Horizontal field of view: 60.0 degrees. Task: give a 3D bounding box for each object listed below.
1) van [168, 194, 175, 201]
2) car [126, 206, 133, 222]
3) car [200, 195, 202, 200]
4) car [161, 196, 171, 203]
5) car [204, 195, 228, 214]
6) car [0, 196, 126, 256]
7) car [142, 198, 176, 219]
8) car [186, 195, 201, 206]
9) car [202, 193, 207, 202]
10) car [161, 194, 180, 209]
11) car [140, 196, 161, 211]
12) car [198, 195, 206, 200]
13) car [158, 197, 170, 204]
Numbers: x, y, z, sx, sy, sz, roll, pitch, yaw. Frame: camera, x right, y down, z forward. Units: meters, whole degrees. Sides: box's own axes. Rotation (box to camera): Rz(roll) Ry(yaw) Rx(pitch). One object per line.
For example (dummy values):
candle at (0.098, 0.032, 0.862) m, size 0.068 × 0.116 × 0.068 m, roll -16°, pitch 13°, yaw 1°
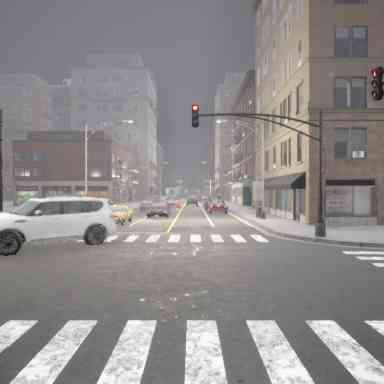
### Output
van at (-5.313, 1.350, 86.353) m, size 1.690 × 1.788 × 3.998 m, roll 0°, pitch 0°, yaw 0°
car at (-5.368, 1.526, 23.902) m, size 1.752 × 1.417 × 4.829 m, roll 0°, pitch 0°, yaw 0°
car at (2.682, 1.529, 52.544) m, size 1.752 × 1.417 × 4.829 m, roll 0°, pitch 0°, yaw 0°
car at (-5.328, 1.531, 69.197) m, size 1.752 × 1.417 × 4.829 m, roll 0°, pitch 0°, yaw 0°
car at (2.667, 1.442, 35.388) m, size 1.967 × 1.590 × 4.097 m, roll 0°, pitch 0°, yaw 0°
car at (-5.775, 1.211, 13.449) m, size 5.566 × 2.045 × 2.150 m, roll 1°, pitch 1°, yaw -44°
car at (-2.824, 1.549, 29.433) m, size 2.033 × 1.411 × 5.357 m, roll 0°, pitch 0°, yaw 0°
car at (0.047, 1.509, 54.009) m, size 1.837 × 1.490 × 4.892 m, roll 0°, pitch 0°, yaw 0°
car at (2.672, 1.318, 41.050) m, size 2.192 × 1.841 × 5.009 m, roll 0°, pitch 0°, yaw 0°
car at (-2.795, 1.356, 46.073) m, size 2.097 × 1.767 × 4.553 m, roll 0°, pitch 0°, yaw 0°
car at (-5.353, 1.553, 41.058) m, size 2.008 × 1.369 × 4.403 m, roll 0°, pitch 0°, yaw 0°
car at (2.717, 1.577, 92.008) m, size 1.947 × 1.339 × 4.313 m, roll 0°, pitch 0°, yaw 0°
car at (-5.333, 1.587, 63.706) m, size 1.802 × 1.307 × 4.206 m, roll 0°, pitch 0°, yaw 0°
